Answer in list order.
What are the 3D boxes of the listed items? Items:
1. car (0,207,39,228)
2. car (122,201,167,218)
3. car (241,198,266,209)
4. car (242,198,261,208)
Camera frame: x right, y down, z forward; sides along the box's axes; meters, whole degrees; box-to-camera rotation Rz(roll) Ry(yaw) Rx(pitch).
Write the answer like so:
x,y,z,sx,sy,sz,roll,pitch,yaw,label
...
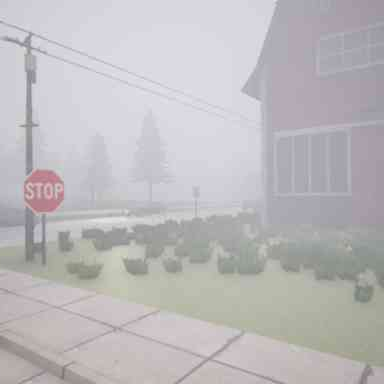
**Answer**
x,y,z,sx,sy,sz,roll,pitch,yaw,label
-12.030,1.683,21.141,1.994,1.385,4.181,0,0,36,car
-4.387,1.607,31.482,2.128,1.511,4.902,0,0,36,car
9.192,1.640,49.714,1.812,1.442,4.674,0,0,37,car
8.047,1.600,42.090,1.837,1.490,4.892,0,0,37,car
